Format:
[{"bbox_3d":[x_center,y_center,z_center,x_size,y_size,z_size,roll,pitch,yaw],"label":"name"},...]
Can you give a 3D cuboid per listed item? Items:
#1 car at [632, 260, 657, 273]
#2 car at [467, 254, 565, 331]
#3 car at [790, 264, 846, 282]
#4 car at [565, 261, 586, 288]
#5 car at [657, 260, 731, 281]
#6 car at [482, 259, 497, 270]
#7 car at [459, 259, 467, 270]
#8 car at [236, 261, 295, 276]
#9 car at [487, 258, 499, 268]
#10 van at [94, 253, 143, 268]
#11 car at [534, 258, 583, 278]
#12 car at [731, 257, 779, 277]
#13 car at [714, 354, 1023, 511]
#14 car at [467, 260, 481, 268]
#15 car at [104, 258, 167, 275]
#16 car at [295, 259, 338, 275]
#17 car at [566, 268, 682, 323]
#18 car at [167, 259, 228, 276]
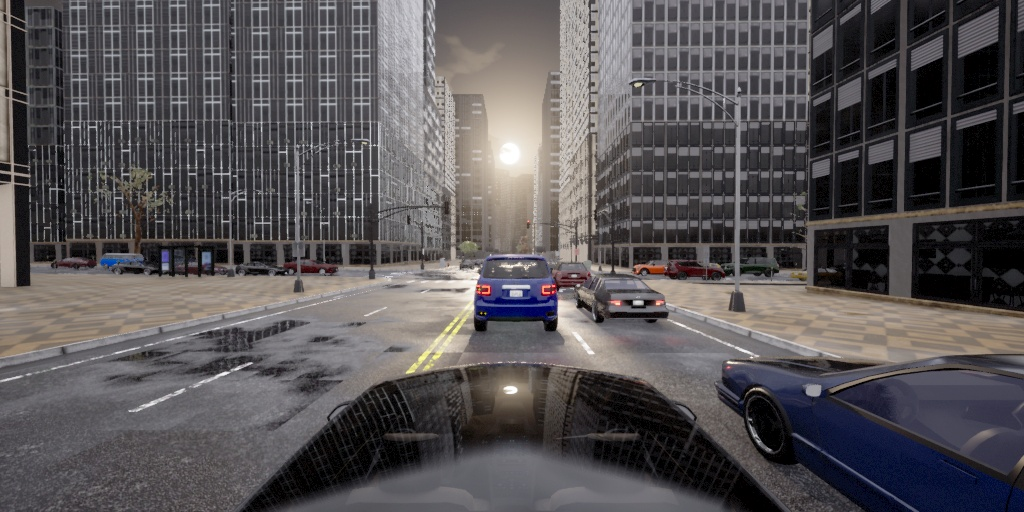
[{"bbox_3d":[15.048,1.200,37.882,4.553,1.767,2.097,0,1,0],"label":"car"},{"bbox_3d":[0.100,0.967,11.052,2.150,2.045,5.566,0,0,0],"label":"car"},{"bbox_3d":[27.651,1.577,31.908,4.829,1.417,1.751,0,0,1],"label":"car"},{"bbox_3d":[3.355,1.091,21.461,2.097,1.767,4.553,0,0,0],"label":"car"},{"bbox_3d":[16.203,1.267,32.108,5.009,1.841,2.192,0,0,1],"label":"car"},{"bbox_3d":[-3.319,1.189,53.411,1.882,1.535,5.008,0,0,0],"label":"car"},{"bbox_3d":[-6.585,1.218,52.521,1.837,1.490,4.892,0,0,-1],"label":"car"},{"bbox_3d":[-22.722,1.172,32.649,4.313,1.339,1.948,0,0,1],"label":"car"},{"bbox_3d":[-3.299,1.178,63.024,1.882,1.535,5.008,0,0,0],"label":"car"},{"bbox_3d":[-45.275,0.603,41.624,3.998,1.789,1.690,0,0,1],"label":"van"},{"bbox_3d":[4.462,1.159,34.881,4.553,1.767,2.097,1,1,1],"label":"car"},{"bbox_3d":[24.900,1.156,37.730,5.566,2.045,2.150,1,1,1],"label":"car"},{"bbox_3d":[3.351,1.297,1.874,2.033,1.411,5.357,0,0,1],"label":"car"},{"bbox_3d":[-6.551,1.301,62.824,1.895,1.301,4.718,0,0,0],"label":"car"},{"bbox_3d":[-34.087,1.068,32.959,4.313,1.339,1.948,0,0,1],"label":"car"},{"bbox_3d":[-19.755,1.067,35.296,5.008,1.535,1.882,1,1,0],"label":"car"},{"bbox_3d":[3.354,1.292,12.054,2.033,1.411,5.357,0,0,0],"label":"car"},{"bbox_3d":[-28.406,1.136,32.784,4.207,1.307,1.802,0,0,1],"label":"car"}]
